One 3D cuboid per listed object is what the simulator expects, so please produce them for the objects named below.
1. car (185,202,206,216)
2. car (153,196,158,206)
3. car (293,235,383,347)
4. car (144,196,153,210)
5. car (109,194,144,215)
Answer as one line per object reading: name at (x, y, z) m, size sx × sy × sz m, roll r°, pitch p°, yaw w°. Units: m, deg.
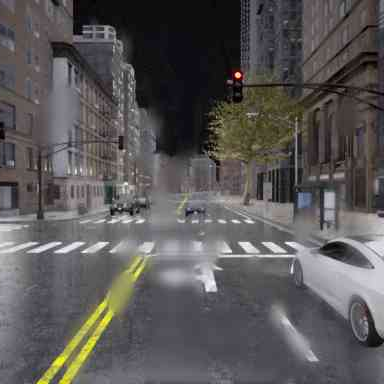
car at (0.249, 1.578, 32.333) m, size 1.895 × 1.301 × 4.718 m, roll 0°, pitch 0°, yaw -2°
car at (-6.619, 1.420, 53.713) m, size 2.128 × 1.511 × 4.902 m, roll 0°, pitch 0°, yaw 0°
car at (3.347, 1.524, 6.171) m, size 1.812 × 1.442 × 4.674 m, roll 0°, pitch 0°, yaw 0°
car at (-6.622, 1.436, 43.395) m, size 1.882 × 1.535 × 5.008 m, roll 0°, pitch 0°, yaw 0°
car at (-6.589, 1.197, 33.284) m, size 2.150 × 2.045 × 5.566 m, roll 0°, pitch 0°, yaw 1°
